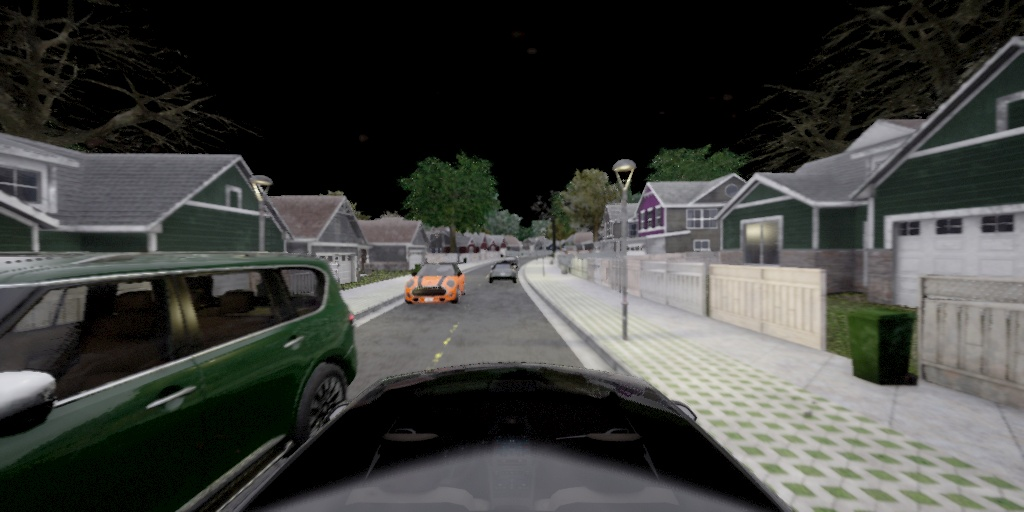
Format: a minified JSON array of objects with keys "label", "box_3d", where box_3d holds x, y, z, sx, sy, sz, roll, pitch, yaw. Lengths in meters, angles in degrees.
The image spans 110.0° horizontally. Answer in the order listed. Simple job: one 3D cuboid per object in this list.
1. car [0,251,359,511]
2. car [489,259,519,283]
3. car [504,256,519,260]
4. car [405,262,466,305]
[{"label":"car","box_3d":[-2.911,0.983,2.082,2.150,2.045,5.566,0,0,0]},{"label":"car","box_3d":[-0.641,1.173,26.666,1.994,1.385,4.181,0,1,0]},{"label":"car","box_3d":[-0.162,0.771,44.621,1.882,1.535,5.008,0,1,3]},{"label":"car","box_3d":[-3.253,1.070,15.977,2.097,1.767,4.553,0,0,-2]}]
